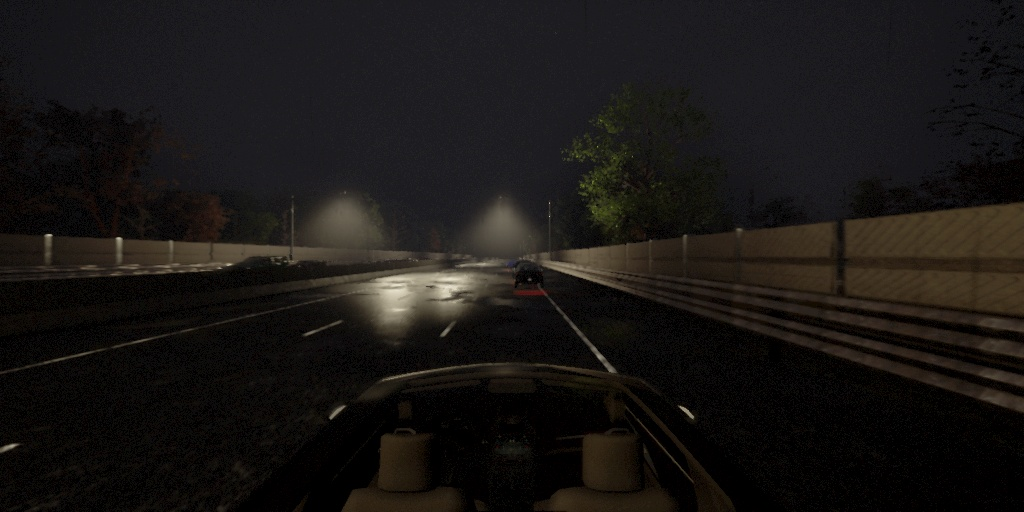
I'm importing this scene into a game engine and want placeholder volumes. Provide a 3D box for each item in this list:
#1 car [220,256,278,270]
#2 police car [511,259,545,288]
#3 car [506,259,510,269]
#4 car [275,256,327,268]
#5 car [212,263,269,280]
[{"bbox_3d":[-21.068,0.993,30.146,2.150,2.045,5.566,0,0,0],"label":"car"},{"bbox_3d":[1.061,1.190,23.917,1.930,1.638,5.238,0,0,0],"label":"police car"},{"bbox_3d":[0.041,1.321,59.245,1.812,1.442,4.674,0,0,0],"label":"car"},{"bbox_3d":[-17.565,1.125,30.791,2.097,1.767,4.553,0,0,0],"label":"car"},{"bbox_3d":[-24.559,1.338,32.631,1.994,1.385,4.181,0,0,0],"label":"car"}]
